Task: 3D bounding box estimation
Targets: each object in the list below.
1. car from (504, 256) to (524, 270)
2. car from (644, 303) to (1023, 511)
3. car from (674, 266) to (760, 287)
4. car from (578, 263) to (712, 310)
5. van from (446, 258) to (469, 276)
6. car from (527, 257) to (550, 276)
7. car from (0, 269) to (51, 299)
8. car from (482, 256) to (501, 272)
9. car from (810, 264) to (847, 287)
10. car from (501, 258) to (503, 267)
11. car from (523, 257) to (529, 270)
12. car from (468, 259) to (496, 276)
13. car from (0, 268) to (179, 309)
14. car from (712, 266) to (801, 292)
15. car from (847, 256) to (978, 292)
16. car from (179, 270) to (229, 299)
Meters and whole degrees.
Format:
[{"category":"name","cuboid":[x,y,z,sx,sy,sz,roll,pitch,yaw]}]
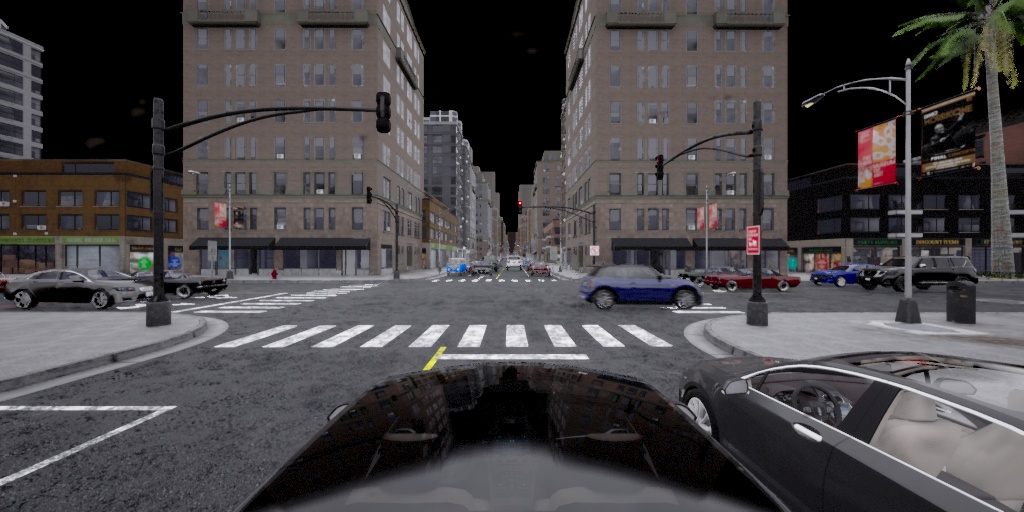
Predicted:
[{"category":"car","cuboid":[0.323,0.974,52.184,2.150,2.045,5.566,0,0,0]},{"category":"car","cuboid":[2.669,1.300,2.246,2.007,1.370,4.403,0,0,0]},{"category":"car","cuboid":[13.739,1.365,24.223,4.718,1.301,1.895,0,0,0]},{"category":"car","cuboid":[5.002,1.113,14.231,4.553,1.767,2.097,0,0,0]},{"category":"van","cuboid":[-5.700,1.092,36.934,1.690,1.789,3.998,0,0,0]},{"category":"car","cuboid":[2.825,1.192,36.895,1.967,1.591,4.097,0,0,0]},{"category":"car","cuboid":[-25.881,1.311,17.325,4.718,1.301,1.895,0,0,0]},{"category":"car","cuboid":[-2.896,0.974,45.880,2.150,2.045,5.566,0,0,0]},{"category":"car","cuboid":[23.058,1.258,24.268,5.008,1.535,1.882,0,0,0]},{"category":"car","cuboid":[-2.847,1.354,55.671,1.895,1.301,4.718,0,0,0]},{"category":"car","cuboid":[2.880,1.193,48.233,1.967,1.591,4.097,0,0,0]},{"category":"car","cuboid":[-2.945,1.316,36.572,1.994,1.385,4.181,0,0,0]},{"category":"car","cuboid":[-16.648,1.220,14.107,4.902,1.511,2.128,0,0,0]},{"category":"car","cuboid":[13.857,1.370,20.974,4.718,1.301,1.895,0,0,0]},{"category":"car","cuboid":[23.611,1.007,21.022,5.566,2.045,2.150,0,0,0]},{"category":"car","cuboid":[-16.669,1.326,17.378,4.718,1.301,1.895,0,0,-1]}]
